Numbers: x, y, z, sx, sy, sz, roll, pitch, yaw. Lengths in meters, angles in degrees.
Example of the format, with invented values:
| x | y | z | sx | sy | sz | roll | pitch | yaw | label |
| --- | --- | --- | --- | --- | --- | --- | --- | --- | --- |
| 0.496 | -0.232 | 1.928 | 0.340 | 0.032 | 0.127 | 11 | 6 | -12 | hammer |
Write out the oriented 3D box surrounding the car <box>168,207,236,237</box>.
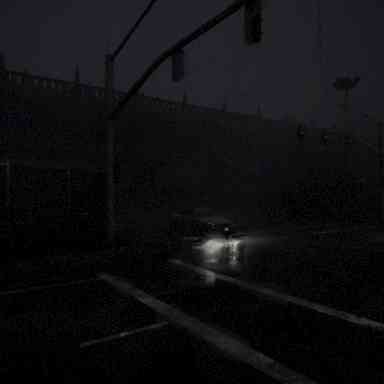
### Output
| x | y | z | sx | sy | sz | roll | pitch | yaw | label |
| --- | --- | --- | --- | --- | --- | --- | --- | --- | --- |
| 0.385 | 1.584 | 18.572 | 1.812 | 1.442 | 4.674 | 0 | 0 | -36 | car |
